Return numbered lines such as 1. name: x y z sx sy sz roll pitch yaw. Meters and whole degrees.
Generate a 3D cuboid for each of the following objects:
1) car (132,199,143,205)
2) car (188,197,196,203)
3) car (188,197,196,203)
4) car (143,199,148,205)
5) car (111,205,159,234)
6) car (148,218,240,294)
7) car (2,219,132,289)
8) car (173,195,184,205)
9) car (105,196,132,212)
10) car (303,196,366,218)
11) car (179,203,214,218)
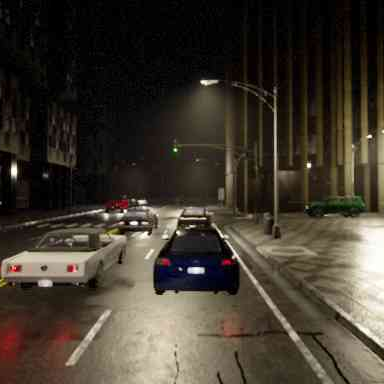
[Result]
1. car: -9.794 1.903 54.136 2.128 1.511 4.902 0 0 0
2. car: 0.063 2.060 73.934 2.033 1.411 5.357 0 0 0
3. car: 0.072 2.019 84.386 1.895 1.301 4.718 0 0 0
4. car: -9.732 1.997 64.180 1.812 1.442 4.674 0 0 0
5. car: -3.135 1.724 20.151 2.033 1.411 5.357 0 0 0
6. car: 0.104 1.648 9.044 1.994 1.385 4.181 0 0 0
7. car: -3.139 1.687 9.362 1.895 1.301 4.718 0 0 0
8. car: -3.187 2.020 73.937 1.837 1.490 4.892 0 0 0
9. car: -9.812 1.571 44.066 2.150 2.045 5.566 0 0 0
10. car: 13.595 1.423 31.917 5.566 2.045 2.150 0 -1 2
11. car: 0.267 1.669 20.279 2.128 1.511 4.902 0 0 6
